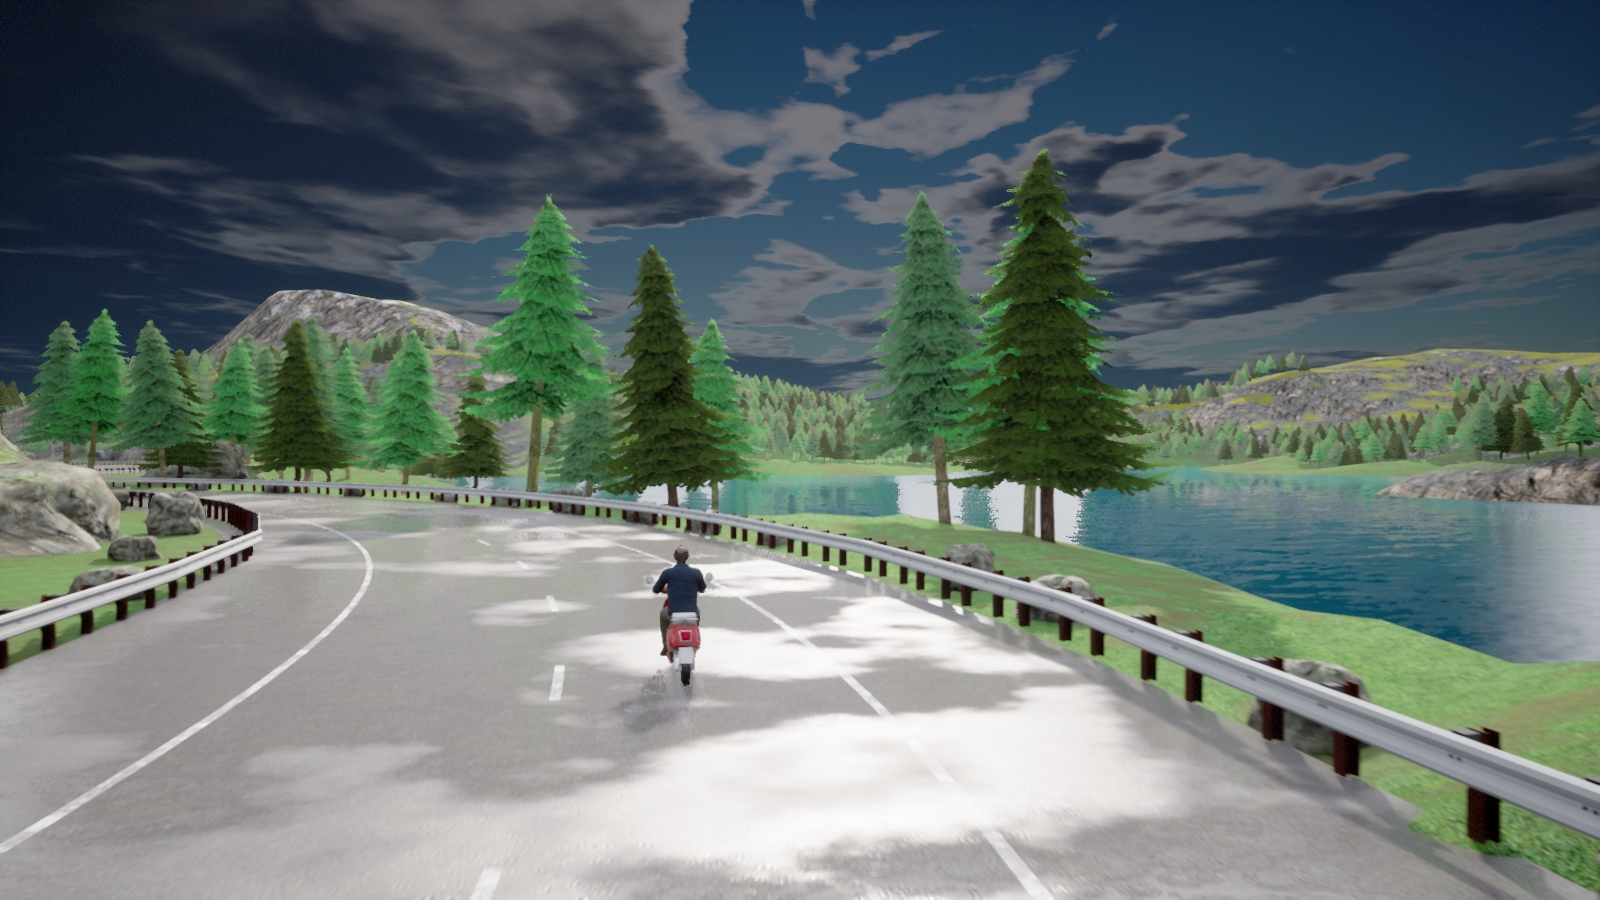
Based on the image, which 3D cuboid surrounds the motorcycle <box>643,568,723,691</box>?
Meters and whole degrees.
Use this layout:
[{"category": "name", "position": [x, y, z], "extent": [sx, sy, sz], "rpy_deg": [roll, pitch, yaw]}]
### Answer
[{"category": "motorcycle", "position": [-1.482, 2.182, 14.230], "extent": [0.856, 1.236, 1.805], "rpy_deg": [0, 0, -10]}]
